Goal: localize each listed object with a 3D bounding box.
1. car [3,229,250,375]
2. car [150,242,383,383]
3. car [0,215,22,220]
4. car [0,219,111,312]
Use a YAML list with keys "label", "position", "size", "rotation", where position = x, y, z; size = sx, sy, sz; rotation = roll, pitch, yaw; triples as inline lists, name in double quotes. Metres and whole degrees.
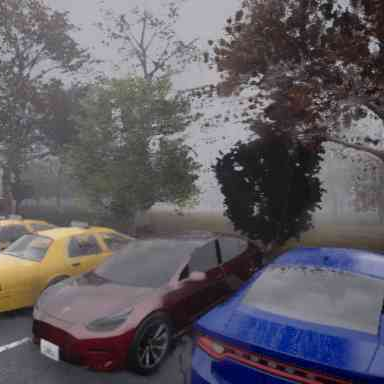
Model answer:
- label: "car"
  position: [-0.324, 1.500, 5.959]
  size: [2.163, 1.488, 4.792]
  rotation: [1, 0, 36]
- label: "car"
  position: [1.960, 1.478, 4.355]
  size: [2.097, 1.535, 5.008]
  rotation: [0, 0, 36]
- label: "car"
  position: [-4.633, 1.416, 9.304]
  size: [1.946, 1.575, 5.366]
  rotation: [1, 1, 36]
- label: "car"
  position: [-2.360, 1.447, 7.678]
  size: [1.946, 1.575, 5.366]
  rotation: [1, 1, 36]
